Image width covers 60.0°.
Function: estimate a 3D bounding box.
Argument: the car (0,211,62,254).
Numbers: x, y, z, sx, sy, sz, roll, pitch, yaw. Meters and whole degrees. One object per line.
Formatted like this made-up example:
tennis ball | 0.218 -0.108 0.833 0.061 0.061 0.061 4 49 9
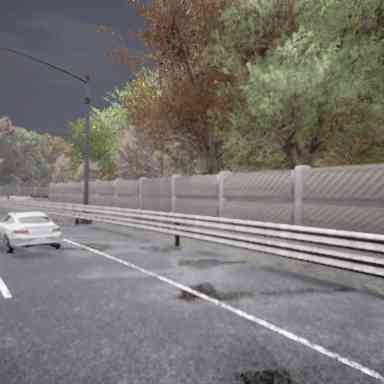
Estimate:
car | -6.660 1.486 13.329 1.812 1.442 4.674 1 0 -39
